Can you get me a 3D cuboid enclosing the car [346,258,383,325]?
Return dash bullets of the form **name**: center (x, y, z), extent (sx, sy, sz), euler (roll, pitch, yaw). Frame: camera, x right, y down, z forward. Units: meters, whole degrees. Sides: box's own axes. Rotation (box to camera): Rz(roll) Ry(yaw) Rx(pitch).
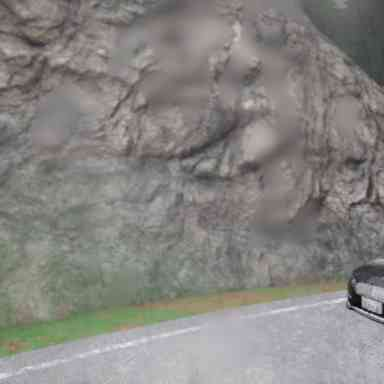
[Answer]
- **car**: center (5.120, 1.530, 6.005), extent (4.902, 1.511, 2.128), euler (1, -1, -19)
